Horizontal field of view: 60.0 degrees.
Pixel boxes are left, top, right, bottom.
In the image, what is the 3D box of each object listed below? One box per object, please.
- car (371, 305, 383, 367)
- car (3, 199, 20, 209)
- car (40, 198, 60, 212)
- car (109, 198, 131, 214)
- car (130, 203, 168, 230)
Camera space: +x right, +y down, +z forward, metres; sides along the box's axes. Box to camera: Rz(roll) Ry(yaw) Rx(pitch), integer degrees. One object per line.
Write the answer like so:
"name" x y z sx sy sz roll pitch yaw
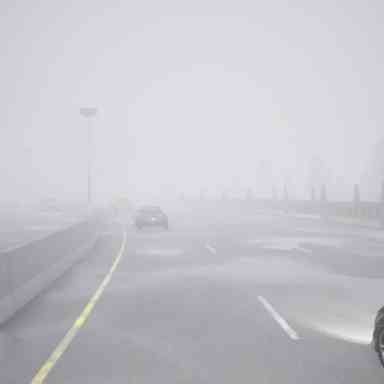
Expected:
"car" 3.378 1.552 2.689 1.994 1.385 4.181 0 0 -1
"car" -28.101 1.847 51.697 1.882 1.535 5.008 0 0 -36
"car" -18.183 1.592 42.475 2.097 1.767 4.553 0 0 -29
"car" -8.287 1.493 38.421 2.097 1.767 4.553 0 0 -23
"car" -2.783 1.620 21.992 1.994 1.385 4.181 0 0 -13
